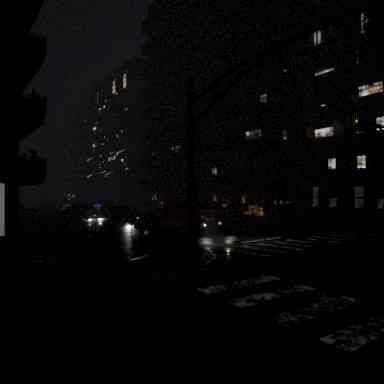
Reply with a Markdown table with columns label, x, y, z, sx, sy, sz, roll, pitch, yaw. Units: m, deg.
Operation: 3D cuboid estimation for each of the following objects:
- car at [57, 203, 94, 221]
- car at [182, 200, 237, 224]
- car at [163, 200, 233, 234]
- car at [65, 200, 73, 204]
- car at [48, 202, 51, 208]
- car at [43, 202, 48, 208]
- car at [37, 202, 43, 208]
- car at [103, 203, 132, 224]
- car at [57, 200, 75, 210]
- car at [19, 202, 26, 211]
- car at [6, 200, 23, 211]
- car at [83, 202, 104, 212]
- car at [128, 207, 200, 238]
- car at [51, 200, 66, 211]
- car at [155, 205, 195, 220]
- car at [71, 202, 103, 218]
| label | x | y | z | sx | sy | sz | roll | pitch | yaw |
| --- | --- | --- | --- | --- | --- | --- | --- | --- | --- |
| car | -11.899 | 2.163 | 33.816 | 1.887 | 1.381 | 4.507 | -1 | 0 | -36 |
| car | 1.464 | 1.713 | 29.592 | 2.192 | 1.841 | 5.009 | -1 | 0 | -36 |
| car | 0.013 | 1.532 | 21.804 | 2.150 | 2.045 | 5.566 | 0 | -1 | -36 |
| car | -17.501 | 2.273 | 51.435 | 2.097 | 1.767 | 4.553 | 0 | -1 | -36 |
| car | -28.446 | 2.624 | 70.865 | 2.192 | 1.841 | 5.009 | -1 | 0 | -36 |
| car | -31.763 | 2.973 | 75.450 | 1.947 | 1.339 | 4.313 | -1 | 0 | -36 |
| car | -35.087 | 3.050 | 80.036 | 1.887 | 1.381 | 4.507 | -1 | 0 | -36 |
| car | -6.048 | 2.003 | 30.181 | 1.837 | 1.490 | 4.892 | 0 | -1 | -36 |
| car | -25.122 | 2.524 | 66.278 | 2.192 | 1.841 | 5.009 | -1 | 0 | -36 |
| car | -31.840 | 2.770 | 61.332 | 1.887 | 1.381 | 4.507 | -1 | 0 | -36 |
| car | -35.169 | 2.640 | 65.917 | 2.192 | 1.841 | 5.009 | -1 | 0 | -36 |
| car | -16.368 | 2.433 | 55.051 | 1.882 | 1.535 | 5.008 | 0 | -1 | -36 |
| car | -1.829 | 1.833 | 19.920 | 1.752 | 1.417 | 4.829 | -1 | 0 | -36 |
| car | -22.676 | 2.570 | 58.574 | 2.128 | 1.511 | 4.902 | 0 | -1 | -36 |
| car | -1.853 | 2.045 | 34.177 | 1.887 | 1.381 | 4.507 | -1 | 0 | -36 |
| car | -12.198 | 2.234 | 38.685 | 2.033 | 1.411 | 5.357 | 0 | -1 | -36 |
